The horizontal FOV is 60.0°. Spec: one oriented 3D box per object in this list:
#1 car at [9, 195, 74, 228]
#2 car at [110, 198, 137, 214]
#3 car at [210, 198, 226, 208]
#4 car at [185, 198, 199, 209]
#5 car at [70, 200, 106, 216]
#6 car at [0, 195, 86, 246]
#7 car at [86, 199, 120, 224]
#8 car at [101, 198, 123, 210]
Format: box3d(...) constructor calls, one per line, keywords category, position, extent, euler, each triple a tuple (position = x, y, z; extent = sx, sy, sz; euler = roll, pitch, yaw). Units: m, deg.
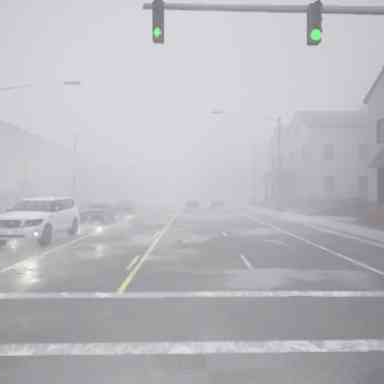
box3d(category="car", position=(-10.597, 1.243, 23.956), extent=(2.150, 2.045, 5.566), euler=(0, 0, 0))
box3d(category="car", position=(-7.085, 1.511, 35.669), extent=(1.882, 1.535, 5.008), euler=(0, 0, 0))
box3d(category="car", position=(3.605, 1.571, 47.730), extent=(1.812, 1.442, 4.674), euler=(0, 0, 0))
box3d(category="car", position=(0.058, 1.534, 45.214), extent=(2.128, 1.511, 4.902), euler=(0, 0, 0))
box3d(category="car", position=(-10.593, 1.580, 34.201), extent=(2.033, 1.411, 5.357), euler=(0, 0, 0))
box3d(category="car", position=(-7.099, 1.235, 15.729), extent=(2.150, 2.045, 5.566), euler=(0, 0, 0))
box3d(category="car", position=(-7.097, 1.528, 25.281), extent=(1.837, 1.490, 4.892), euler=(0, 0, 0))
box3d(category="car", position=(-10.539, 1.568, 44.283), extent=(1.812, 1.442, 4.674), euler=(0, 0, 1))
